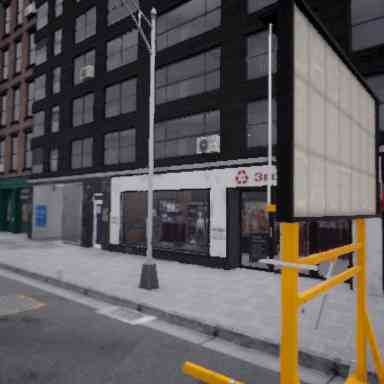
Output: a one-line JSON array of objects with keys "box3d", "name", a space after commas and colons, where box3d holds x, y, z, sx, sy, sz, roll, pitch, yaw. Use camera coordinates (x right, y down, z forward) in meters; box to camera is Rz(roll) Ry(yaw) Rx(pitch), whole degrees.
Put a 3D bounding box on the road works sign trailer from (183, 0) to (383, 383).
[{"box3d": [1.056, 0.622, 2.854, 2.880, 3.560, 2.380, -1, -3, 39], "name": "road works sign trailer"}]
